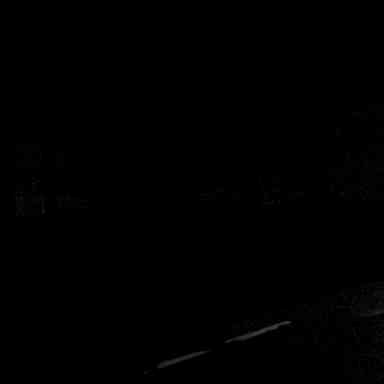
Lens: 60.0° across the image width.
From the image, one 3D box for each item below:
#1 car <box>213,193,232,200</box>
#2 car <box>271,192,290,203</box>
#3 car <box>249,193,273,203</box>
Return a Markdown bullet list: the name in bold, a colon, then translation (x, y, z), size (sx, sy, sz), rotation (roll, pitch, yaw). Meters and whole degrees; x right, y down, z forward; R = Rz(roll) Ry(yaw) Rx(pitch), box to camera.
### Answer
- **car**: translation (6.903, 0.989, 75.392), size (1.837, 1.490, 4.892), rotation (0, 1, -36)
- **car**: translation (15.920, 0.992, 62.916), size (2.150, 2.045, 5.566), rotation (0, 1, -36)
- **car**: translation (12.379, 1.285, 63.037), size (1.812, 1.442, 4.674), rotation (0, 1, -35)
